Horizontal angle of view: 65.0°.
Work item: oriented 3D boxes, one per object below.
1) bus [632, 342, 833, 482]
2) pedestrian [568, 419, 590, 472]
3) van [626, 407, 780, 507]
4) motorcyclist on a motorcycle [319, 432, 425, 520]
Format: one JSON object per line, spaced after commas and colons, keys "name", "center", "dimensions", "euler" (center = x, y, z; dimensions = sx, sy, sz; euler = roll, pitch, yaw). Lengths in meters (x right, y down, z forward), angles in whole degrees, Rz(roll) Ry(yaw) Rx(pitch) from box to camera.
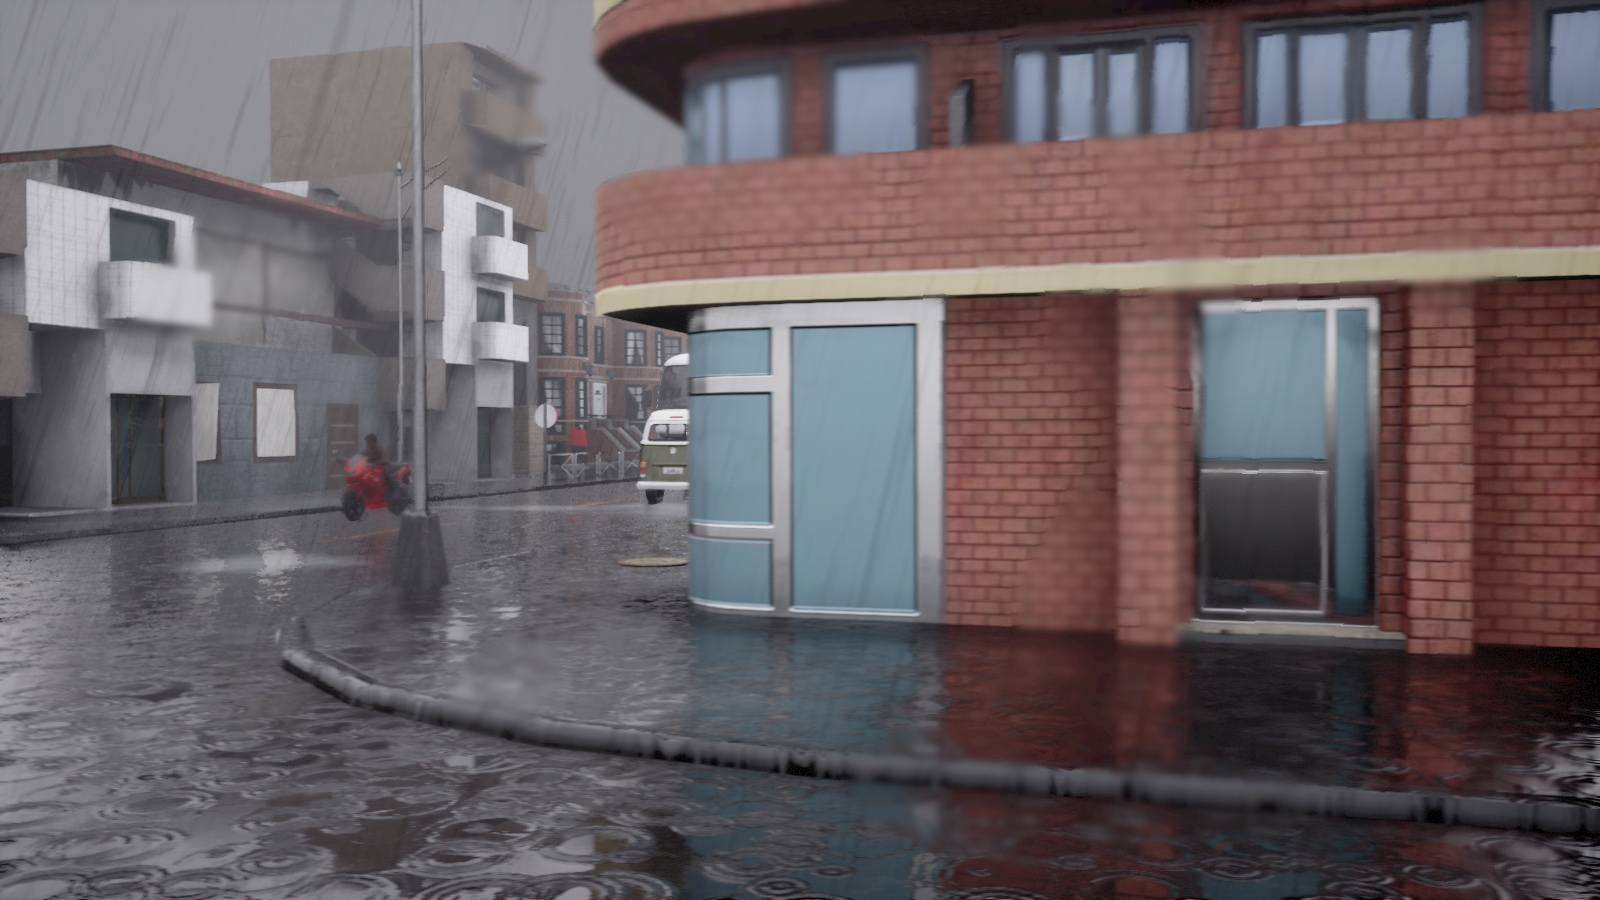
{"name": "bus", "center": [-2.004, -1.230, 43.650], "dimensions": [3.944, 4.253, 10.273], "euler": [0, 1, 15]}
{"name": "pedestrian", "center": [-7.792, -0.176, 44.256], "dimensions": [0.634, 1.844, 0.899], "euler": [0, 1, -20]}
{"name": "van", "center": [-2.058, 0.109, 28.143], "dimensions": [2.069, 2.038, 4.480], "euler": [0, 1, 15]}
{"name": "motorcyclist on a motorcycle", "center": [-7.686, 0.430, 22.651], "dimensions": [0.797, 1.523, 2.044], "euler": [0, 1, 15]}
